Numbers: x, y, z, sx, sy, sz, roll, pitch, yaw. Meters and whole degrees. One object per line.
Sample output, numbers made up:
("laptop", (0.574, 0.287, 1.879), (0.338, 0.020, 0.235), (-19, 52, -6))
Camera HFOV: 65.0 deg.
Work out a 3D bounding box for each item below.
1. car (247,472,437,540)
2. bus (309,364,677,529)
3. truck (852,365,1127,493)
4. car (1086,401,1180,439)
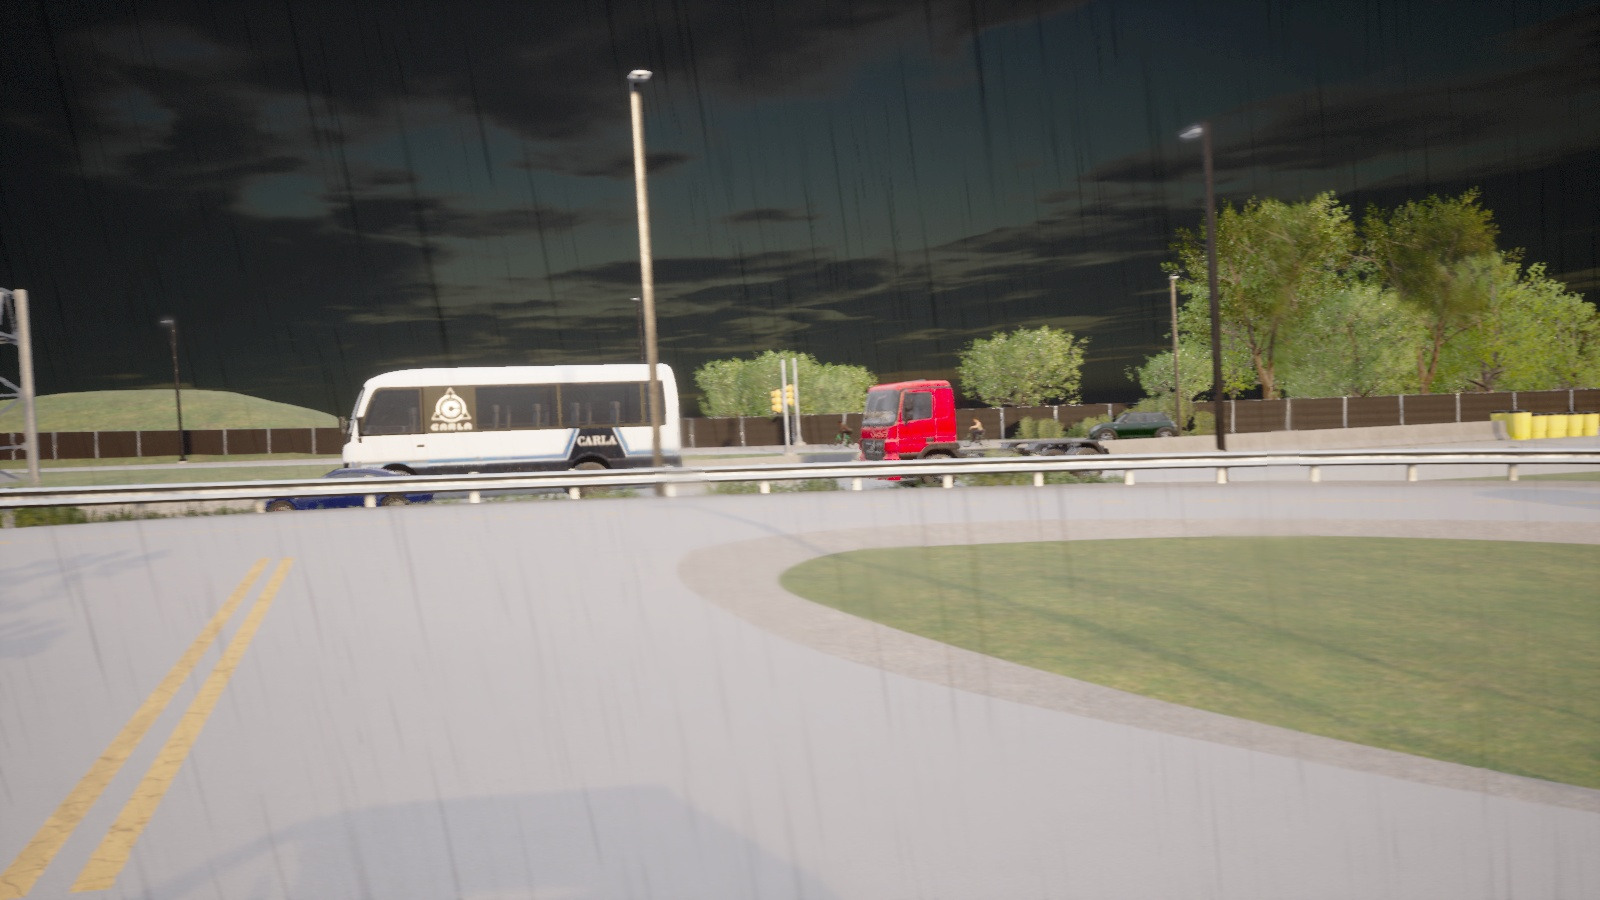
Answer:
("car", (-12.366, 1.485, 34.231), (4.674, 1.442, 1.812), (-4, 2, -17))
("bus", (-9.361, -0.212, 38.767), (10.273, 4.253, 3.944), (-4, 2, -17))
("truck", (5.962, -0.713, 39.691), (7.936, 3.462, 2.891), (-4, 2, -17))
("car", (17.536, -1.582, 66.335), (4.553, 1.767, 2.097), (-3, 2, 9))
